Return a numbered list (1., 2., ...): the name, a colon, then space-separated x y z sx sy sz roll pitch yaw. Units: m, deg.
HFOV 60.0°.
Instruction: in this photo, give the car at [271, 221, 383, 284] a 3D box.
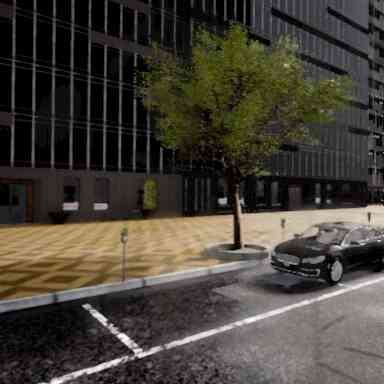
1. car: 4.124 1.549 9.487 4.403 1.369 2.008 0 1 -35
